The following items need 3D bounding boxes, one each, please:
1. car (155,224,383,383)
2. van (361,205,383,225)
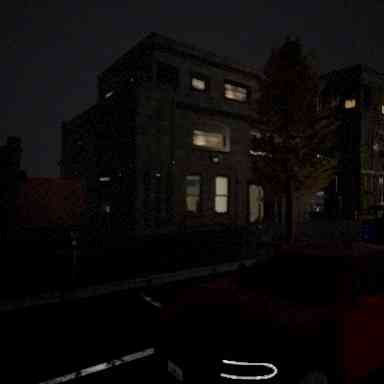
[{"bbox_3d":[1.867,1.473,4.711,5.008,1.535,1.882,0,0,-36],"label":"car"},{"bbox_3d":[7.776,1.325,12.092,3.998,1.788,1.690,0,1,-36],"label":"van"}]
